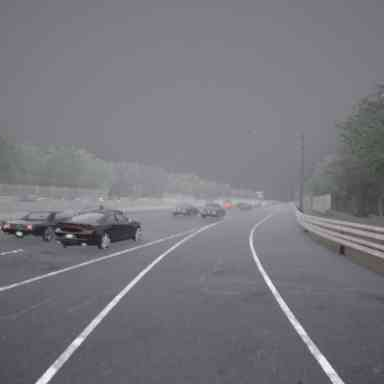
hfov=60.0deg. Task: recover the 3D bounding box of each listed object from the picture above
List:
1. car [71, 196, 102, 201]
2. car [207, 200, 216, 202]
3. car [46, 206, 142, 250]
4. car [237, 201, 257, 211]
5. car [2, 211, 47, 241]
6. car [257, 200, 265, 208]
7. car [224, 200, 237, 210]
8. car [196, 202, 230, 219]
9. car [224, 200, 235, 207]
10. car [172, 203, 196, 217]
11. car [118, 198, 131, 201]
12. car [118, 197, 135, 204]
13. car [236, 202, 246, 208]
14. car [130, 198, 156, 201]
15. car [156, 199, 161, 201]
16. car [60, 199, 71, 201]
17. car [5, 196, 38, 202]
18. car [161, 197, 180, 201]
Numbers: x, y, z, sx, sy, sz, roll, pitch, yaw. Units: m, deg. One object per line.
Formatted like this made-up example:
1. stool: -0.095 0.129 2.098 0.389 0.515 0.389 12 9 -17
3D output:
1. car: -13.485 1.640 44.771 2.128 1.511 4.902 2 -1 17
2. car: 3.953 2.448 66.252 2.097 1.767 4.553 2 -1 17
3. car: -4.000 1.604 15.193 1.882 1.535 5.008 2 -1 17
4. car: 10.667 2.820 64.301 2.128 1.511 4.902 2 -1 17
5. car: -7.096 1.632 17.067 1.895 1.301 4.718 2 -1 17
6. car: 16.411 3.358 83.543 2.128 1.511 4.902 2 -1 17
7. car: 7.304 2.564 65.248 2.097 1.767 4.553 2 -1 17
8. car: 2.427 2.200 36.719 2.033 1.411 5.357 2 -1 17
9. car: 9.702 2.957 85.505 2.097 1.767 4.553 2 -1 17
10. car: -0.667 2.106 38.584 2.033 1.411 5.357 2 -1 17
11. car: -12.280 1.907 60.860 1.837 1.490 4.892 2 0 17
12. car: -14.907 2.032 76.469 1.812 1.442 4.674 2 -1 17
13. car: 11.915 3.114 80.709 1.837 1.490 4.892 2 -1 17
14. car: -8.800 2.008 60.284 1.882 1.535 5.008 2 -1 17
15. car: -7.871 2.270 75.581 1.837 1.490 4.892 2 -1 17
16. car: -16.969 1.586 45.326 1.994 1.385 4.181 2 -1 17
17. car: -23.854 1.267 46.694 2.128 1.511 4.902 2 -1 17
18. car: -4.388 2.121 74.984 2.150 2.045 5.566 2 -1 17
